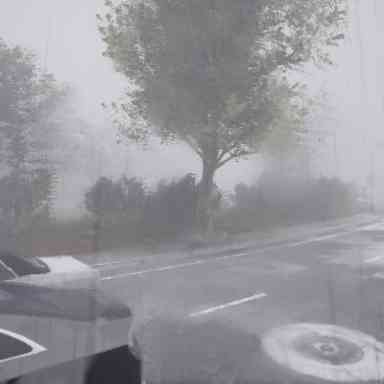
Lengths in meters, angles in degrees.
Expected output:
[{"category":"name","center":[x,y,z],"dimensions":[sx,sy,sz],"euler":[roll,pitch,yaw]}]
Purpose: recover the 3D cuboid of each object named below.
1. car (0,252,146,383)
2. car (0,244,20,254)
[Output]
[{"category":"car","center":[-2.702,1.507,2.203],"dimensions":[4.902,1.511,2.128],"euler":[0,0,-36]},{"category":"car","center":[-4.069,1.628,5.468],"dimensions":[4.718,1.301,1.895],"euler":[0,0,-36]}]
